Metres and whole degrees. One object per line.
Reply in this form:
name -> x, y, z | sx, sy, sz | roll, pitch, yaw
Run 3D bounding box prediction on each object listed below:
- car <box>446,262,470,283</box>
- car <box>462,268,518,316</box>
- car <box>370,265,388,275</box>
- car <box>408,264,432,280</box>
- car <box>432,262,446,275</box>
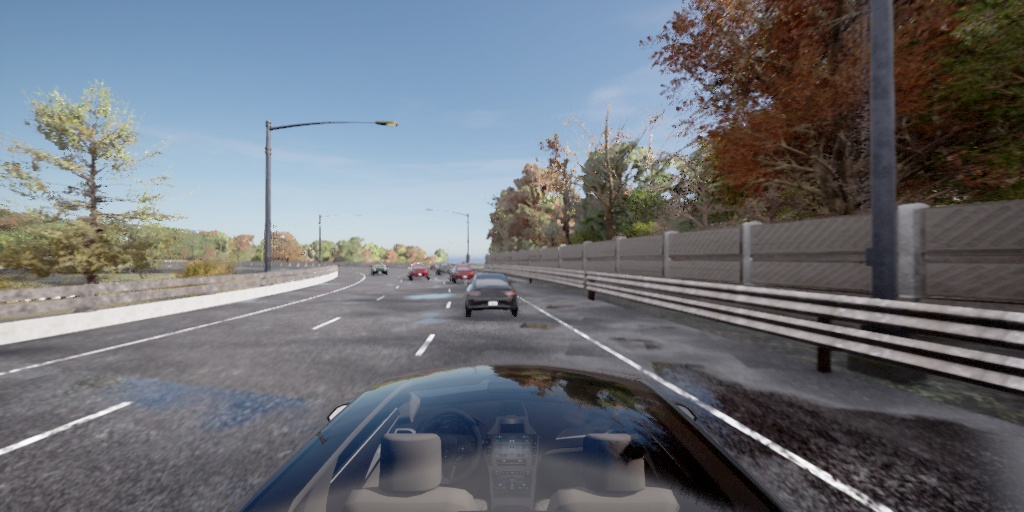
car -> -4.388, 1.532, 31.241 | 1.812, 1.442, 4.674 | 0, 0, -15
car -> -0.842, 1.379, 13.829 | 1.812, 1.442, 4.674 | 0, 0, -6
car -> -17.061, 1.751, 45.858 | 1.895, 1.301, 4.718 | 0, -1, -25
car -> -9.413, 1.581, 36.076 | 1.812, 1.442, 4.674 | 0, -1, -18
car -> -8.600, 1.622, 45.147 | 2.128, 1.511, 4.902 | 0, -1, -17
